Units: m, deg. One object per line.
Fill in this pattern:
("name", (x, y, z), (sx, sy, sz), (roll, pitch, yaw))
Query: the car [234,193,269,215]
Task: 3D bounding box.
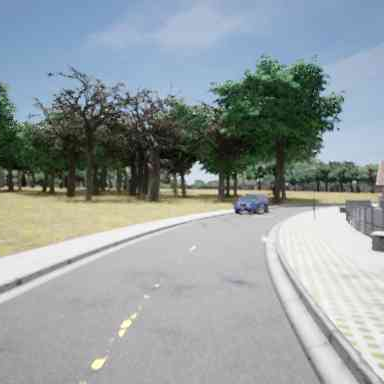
("car", (6.094, 1.180, 33.596), (2.150, 2.045, 5.566), (0, 0, 29))
